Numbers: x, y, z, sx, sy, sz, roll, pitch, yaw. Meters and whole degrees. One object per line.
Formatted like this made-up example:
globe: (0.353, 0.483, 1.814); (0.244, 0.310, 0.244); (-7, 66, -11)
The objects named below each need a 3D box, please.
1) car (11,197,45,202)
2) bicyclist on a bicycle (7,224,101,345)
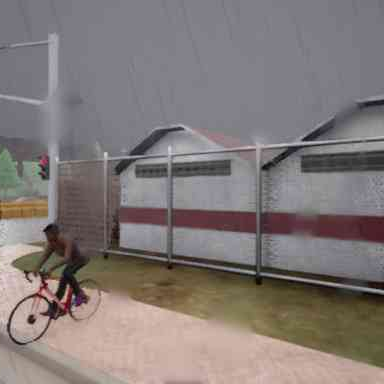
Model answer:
car: (-20.621, 1.414, 41.064); (1.882, 1.535, 5.008); (0, 0, 34)
bicyclist on a bicycle: (-1.984, 1.295, 5.018); (0.582, 1.620, 1.656); (0, 0, 30)
